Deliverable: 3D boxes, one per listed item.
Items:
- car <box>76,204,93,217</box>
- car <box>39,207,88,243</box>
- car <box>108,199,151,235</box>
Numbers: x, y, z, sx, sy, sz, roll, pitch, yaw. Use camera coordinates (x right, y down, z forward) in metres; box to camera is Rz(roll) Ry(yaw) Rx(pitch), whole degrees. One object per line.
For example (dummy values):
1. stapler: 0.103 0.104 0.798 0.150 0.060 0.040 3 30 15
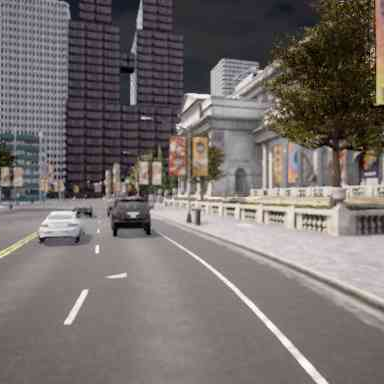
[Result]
1. car: -11.695 1.972 35.947 1.895 1.301 4.718 0 -1 -15
2. car: -6.639 1.706 17.238 1.812 1.442 4.674 0 -1 -14
3. car: -3.852 1.427 20.467 2.150 2.045 5.566 0 -1 -15
